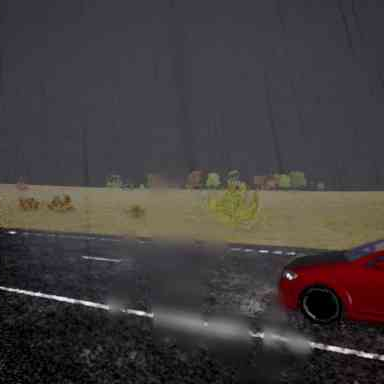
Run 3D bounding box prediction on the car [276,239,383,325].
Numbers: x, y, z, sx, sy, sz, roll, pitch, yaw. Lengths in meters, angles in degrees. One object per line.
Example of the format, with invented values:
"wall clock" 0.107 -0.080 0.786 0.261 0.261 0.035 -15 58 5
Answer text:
"car" 3.642 1.502 5.799 4.181 1.385 1.994 0 0 25
